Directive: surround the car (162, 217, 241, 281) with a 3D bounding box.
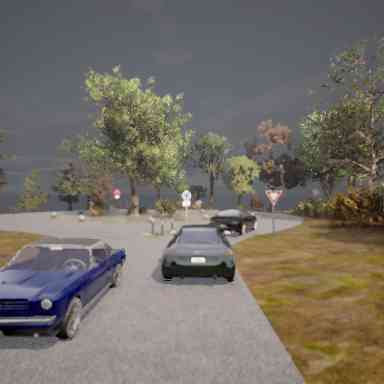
[{"bbox_3d":[0.246,1.698,10.330,1.994,1.385,4.181,0,-1,2],"label":"car"}]

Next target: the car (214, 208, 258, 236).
[{"bbox_3d":[2.700,1.743,20.630,1.882,1.535,5.008,0,-1,24],"label":"car"}]

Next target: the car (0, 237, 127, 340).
[{"bbox_3d":[-2.737,1.690,6.831,1.895,1.301,4.718,0,-1,1],"label":"car"}]
